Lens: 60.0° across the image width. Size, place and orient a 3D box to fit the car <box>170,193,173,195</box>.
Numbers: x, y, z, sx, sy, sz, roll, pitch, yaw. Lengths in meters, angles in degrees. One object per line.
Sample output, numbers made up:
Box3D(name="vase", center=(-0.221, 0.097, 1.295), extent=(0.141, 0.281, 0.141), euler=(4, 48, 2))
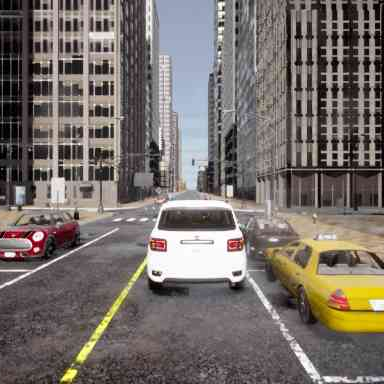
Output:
Box3D(name="car", center=(-5.693, 1.242, 67.353), extent=(2.192, 1.841, 5.009), euler=(0, 0, 0))

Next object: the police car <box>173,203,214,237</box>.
Box3D(name="police car", center=(0.103, 1.497, 19.109), extent=(2.038, 1.542, 4.974), euler=(0, 0, 1))

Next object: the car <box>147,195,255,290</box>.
Box3D(name="car", center=(0.103, 1.220, 9.189), extent=(2.150, 2.045, 5.566), euler=(0, 0, 0))

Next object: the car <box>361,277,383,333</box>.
Box3D(name="car", center=(2.692, 1.551, 1.065), extent=(2.008, 1.369, 4.403), euler=(0, 0, 0))

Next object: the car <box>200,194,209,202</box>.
Box3D(name="car", center=(2.718, 1.353, 73.032), extent=(1.967, 1.590, 4.097), euler=(0, 0, 0))

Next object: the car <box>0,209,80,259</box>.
Box3D(name="car", center=(-5.684, 1.437, 12.405), extent=(1.967, 1.590, 4.097), euler=(0, 0, 0))

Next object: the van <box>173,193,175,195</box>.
Box3D(name="van", center=(-5.658, 1.225, 84.408), extent=(1.690, 1.788, 3.998), euler=(0, 0, 0))

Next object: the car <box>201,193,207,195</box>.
Box3D(name="car", center=(2.810, 1.380, 61.664), extent=(1.967, 1.590, 4.097), euler=(0, 0, 0))

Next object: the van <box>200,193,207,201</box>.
Box3D(name="van", center=(2.720, 1.239, 78.716), extent=(1.690, 1.788, 3.998), euler=(0, 0, 0))

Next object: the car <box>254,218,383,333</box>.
Box3D(name="car", center=(2.694, 1.525, 6.905), extent=(1.752, 1.417, 4.829), euler=(0, 0, 0))

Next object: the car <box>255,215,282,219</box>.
Box3D(name="car", center=(2.696, 1.548, 12.403), extent=(2.008, 1.369, 4.403), euler=(0, 0, 0))

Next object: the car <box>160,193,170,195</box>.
Box3D(name="car", center=(-5.762, 1.380, 61.668), extent=(1.967, 1.590, 4.097), euler=(0, 0, 0))
